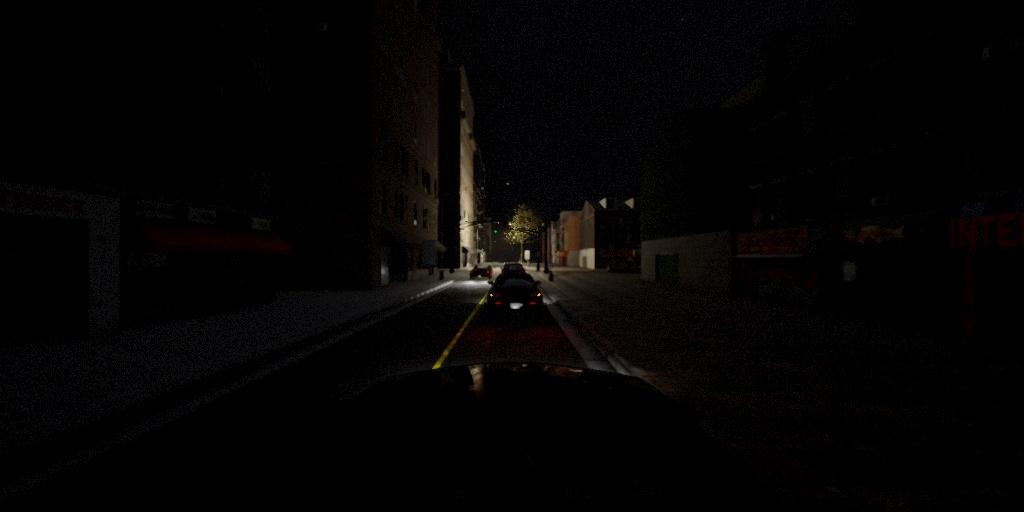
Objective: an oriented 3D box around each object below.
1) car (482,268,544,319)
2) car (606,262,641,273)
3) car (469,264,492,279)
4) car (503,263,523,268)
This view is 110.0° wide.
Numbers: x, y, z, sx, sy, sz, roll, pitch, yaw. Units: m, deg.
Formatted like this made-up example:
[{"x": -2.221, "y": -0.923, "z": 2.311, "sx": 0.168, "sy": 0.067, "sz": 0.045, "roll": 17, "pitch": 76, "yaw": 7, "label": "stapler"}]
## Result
[{"x": 0.099, "y": 1.315, "z": 12.907, "sx": 1.812, "sy": 1.442, "sz": 4.674, "roll": 0, "pitch": 0, "yaw": 0, "label": "car"}, {"x": 13.885, "y": 1.459, "z": 43.244, "sx": 4.829, "sy": 1.417, "sz": 1.751, "roll": 0, "pitch": 0, "yaw": 0, "label": "car"}, {"x": -2.772, "y": 1.444, "z": 33.160, "sx": 1.895, "sy": 1.301, "sz": 4.718, "roll": 0, "pitch": 0, "yaw": 0, "label": "car"}, {"x": 0.083, "y": 1.309, "z": 28.091, "sx": 1.882, "sy": 1.535, "sz": 5.008, "roll": 0, "pitch": 0, "yaw": 0, "label": "car"}]
